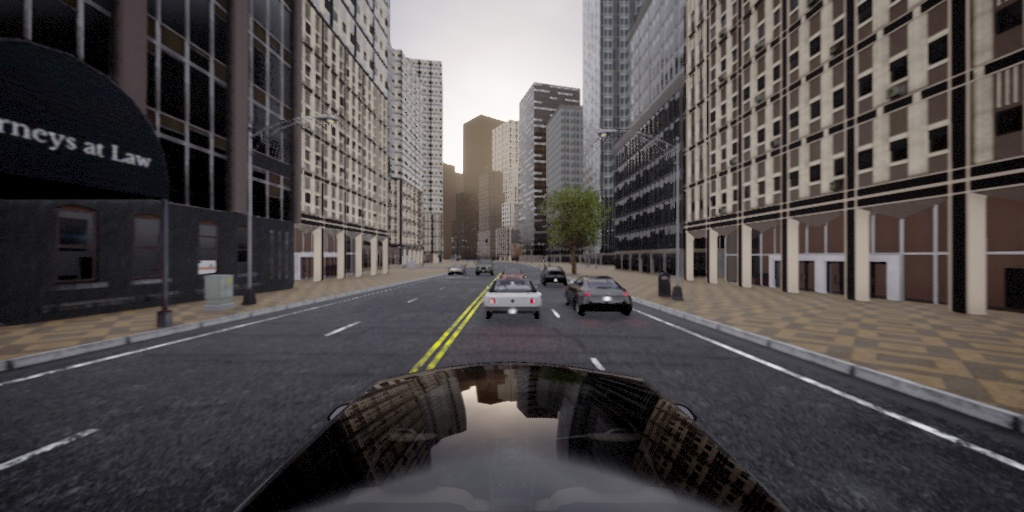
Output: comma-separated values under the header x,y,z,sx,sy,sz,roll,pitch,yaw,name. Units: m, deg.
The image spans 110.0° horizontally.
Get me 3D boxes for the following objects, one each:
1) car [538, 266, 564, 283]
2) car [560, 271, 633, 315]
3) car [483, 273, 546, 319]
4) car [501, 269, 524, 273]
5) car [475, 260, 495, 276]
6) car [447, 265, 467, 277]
x,y,z,sx,sy,sz,roll,pitch,yaw,name
3.294,1.565,29.163,1.837,1.490,4.892,0,0,0,car
3.297,1.459,14.349,1.994,1.385,4.181,0,-1,1,car
0.041,1.486,13.521,1.895,1.301,4.718,0,-1,1,car
0.039,1.653,28.522,1.895,1.301,4.718,0,-1,1,car
-3.349,1.449,44.912,2.150,2.045,5.566,0,-1,0,car
-6.617,1.765,44.129,2.033,1.411,5.357,0,-1,0,car
